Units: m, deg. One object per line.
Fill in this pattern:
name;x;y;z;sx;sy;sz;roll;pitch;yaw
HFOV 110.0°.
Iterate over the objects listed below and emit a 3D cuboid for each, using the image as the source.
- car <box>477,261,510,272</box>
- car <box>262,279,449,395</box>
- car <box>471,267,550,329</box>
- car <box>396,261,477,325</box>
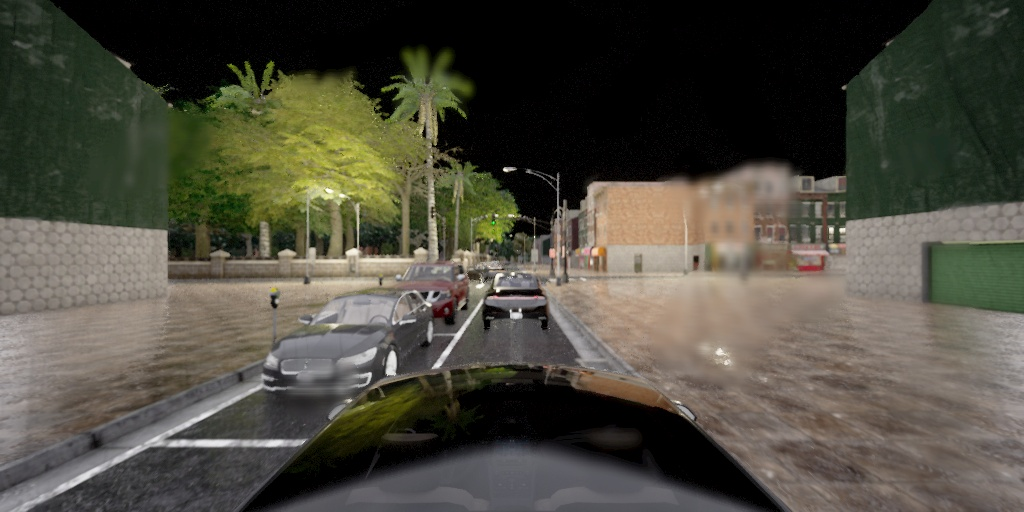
car;-2.337;1.400;29.252;2.128;1.511;4.902;0;-1;-33
car;-2.632;1.322;6.755;2.007;1.370;4.403;0;0;0
car;0.111;1.287;11.433;2.128;1.511;4.902;0;0;0
car;-2.624;1.112;12.218;2.192;1.841;5.009;0;0;0
